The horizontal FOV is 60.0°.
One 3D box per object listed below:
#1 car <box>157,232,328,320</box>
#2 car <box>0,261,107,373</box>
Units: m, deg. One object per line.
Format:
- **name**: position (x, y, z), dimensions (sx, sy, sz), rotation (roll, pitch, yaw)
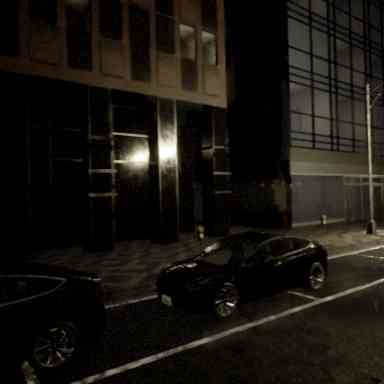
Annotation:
- **car**: position (1.302, 1.623, 7.495), dimensions (4.313, 1.339, 1.947), rotation (-1, -1, -35)
- **car**: position (-3.279, 1.696, 4.271), dimensions (4.313, 1.339, 1.947), rotation (-1, -1, -35)
